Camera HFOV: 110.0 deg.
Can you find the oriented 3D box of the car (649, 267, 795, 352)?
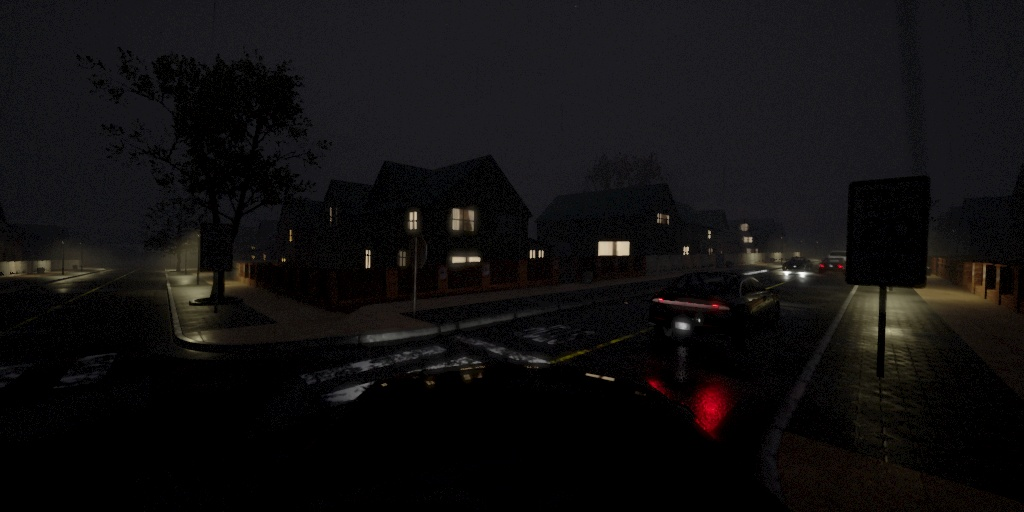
[{"bbox_3d":[5.095,1.142,8.759,4.902,1.511,2.128,-1,2,-45],"label":"car"}]

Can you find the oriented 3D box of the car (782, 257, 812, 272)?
[{"bbox_3d":[28.259,0.792,35.412,4.181,1.385,1.994,-1,2,-45],"label":"car"}]

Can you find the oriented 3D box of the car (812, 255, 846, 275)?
[{"bbox_3d":[28.348,0.874,31.551,5.357,1.411,2.033,-1,2,-44],"label":"car"}]

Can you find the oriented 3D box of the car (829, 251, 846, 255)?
[{"bbox_3d":[35.854,0.439,38.966,5.566,2.045,2.150,-1,2,-44],"label":"car"}]
